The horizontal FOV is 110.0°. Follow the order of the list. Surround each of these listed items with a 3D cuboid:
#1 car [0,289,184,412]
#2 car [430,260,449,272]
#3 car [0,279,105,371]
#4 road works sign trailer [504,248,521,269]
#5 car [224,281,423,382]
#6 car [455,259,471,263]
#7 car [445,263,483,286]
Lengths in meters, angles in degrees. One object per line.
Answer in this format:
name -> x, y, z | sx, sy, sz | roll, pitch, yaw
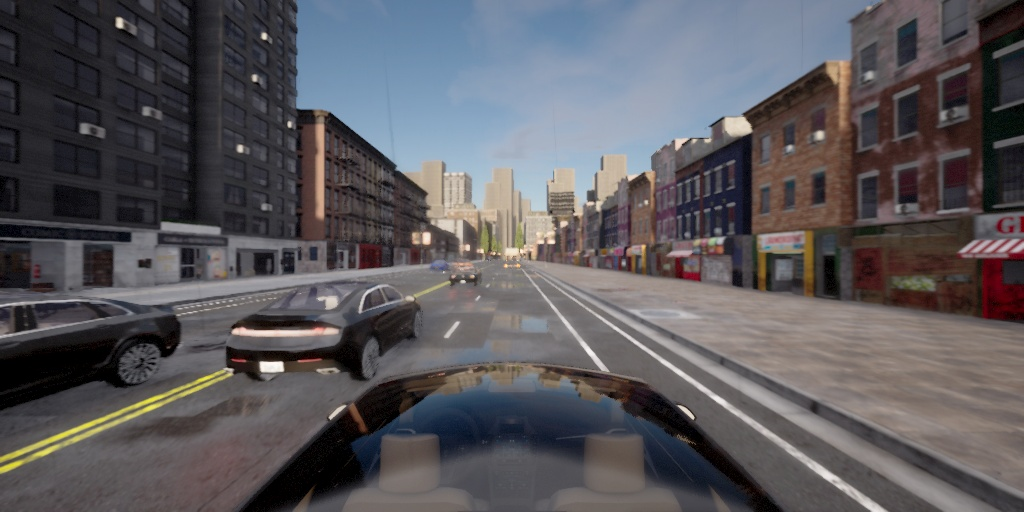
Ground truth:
car -> -6.600, 1.243, 4.106 | 2.128, 1.511, 4.902 | 0, 0, 0
car -> -9.822, 1.302, 48.885 | 1.882, 1.535, 5.008 | 0, 0, 0
car -> -9.850, 1.258, 5.416 | 1.837, 1.490, 4.892 | 0, 0, 0
road works sign trailer -> -0.006, 0.327, 60.216 | 2.380, 3.560, 2.880 | 0, 0, 0
car -> -3.153, 1.246, 7.136 | 2.128, 1.511, 4.902 | 0, 0, 0
car -> -6.574, 1.175, 48.491 | 2.097, 1.767, 4.553 | 0, 0, 0
car -> -3.155, 1.376, 25.332 | 1.895, 1.301, 4.718 | 0, 0, 0
